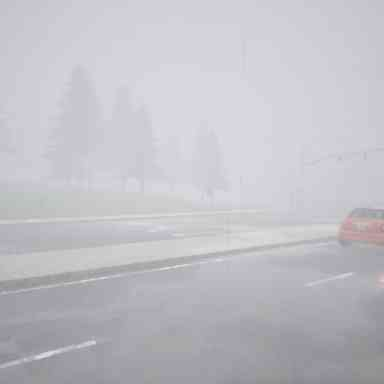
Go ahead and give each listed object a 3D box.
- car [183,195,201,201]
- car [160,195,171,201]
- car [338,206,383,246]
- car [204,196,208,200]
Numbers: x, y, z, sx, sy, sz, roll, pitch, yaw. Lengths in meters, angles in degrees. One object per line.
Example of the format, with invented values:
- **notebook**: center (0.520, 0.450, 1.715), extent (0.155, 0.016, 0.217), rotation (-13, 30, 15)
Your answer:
- **car**: center (-0.395, 1.533, 85.285), extent (1.895, 1.301, 4.718), rotation (0, 0, -35)
- **car**: center (-6.144, 1.490, 81.291), extent (1.994, 1.385, 4.181), rotation (0, 0, -35)
- **car**: center (8.244, 1.364, 14.049), extent (4.553, 1.767, 2.097), rotation (0, 0, -35)
- **car**: center (2.454, 1.462, 87.318), extent (1.812, 1.442, 4.674), rotation (0, 0, -35)
